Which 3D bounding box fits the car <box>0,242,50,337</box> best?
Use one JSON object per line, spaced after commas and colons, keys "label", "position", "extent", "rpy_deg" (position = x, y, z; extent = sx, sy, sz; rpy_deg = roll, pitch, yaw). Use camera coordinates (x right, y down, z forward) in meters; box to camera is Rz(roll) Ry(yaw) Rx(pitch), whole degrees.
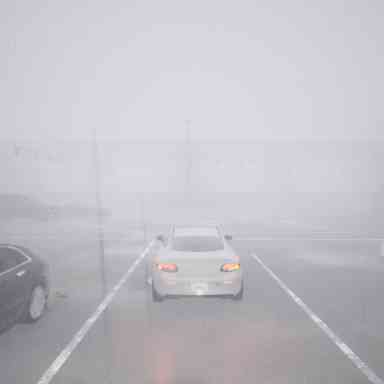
{"label": "car", "position": [-3.563, 1.504, 4.332], "extent": [1.837, 1.490, 4.892], "rpy_deg": [0, 0, 0]}

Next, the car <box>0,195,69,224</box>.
{"label": "car", "position": [-12.484, 1.222, 24.614], "extent": [5.566, 2.045, 2.150], "rpy_deg": [0, 0, 2]}

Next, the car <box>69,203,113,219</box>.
{"label": "car", "position": [-9.154, 1.599, 28.019], "extent": [4.718, 1.301, 1.895], "rpy_deg": [0, 0, 2]}

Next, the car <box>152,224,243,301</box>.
{"label": "car", "position": [0.075, 1.526, 8.210], "extent": [1.812, 1.442, 4.674], "rpy_deg": [0, 0, -1]}

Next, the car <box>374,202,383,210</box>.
{"label": "car", "position": [23.307, 1.396, 37.840], "extent": [4.674, 1.442, 1.812], "rpy_deg": [-1, 0, 2]}
